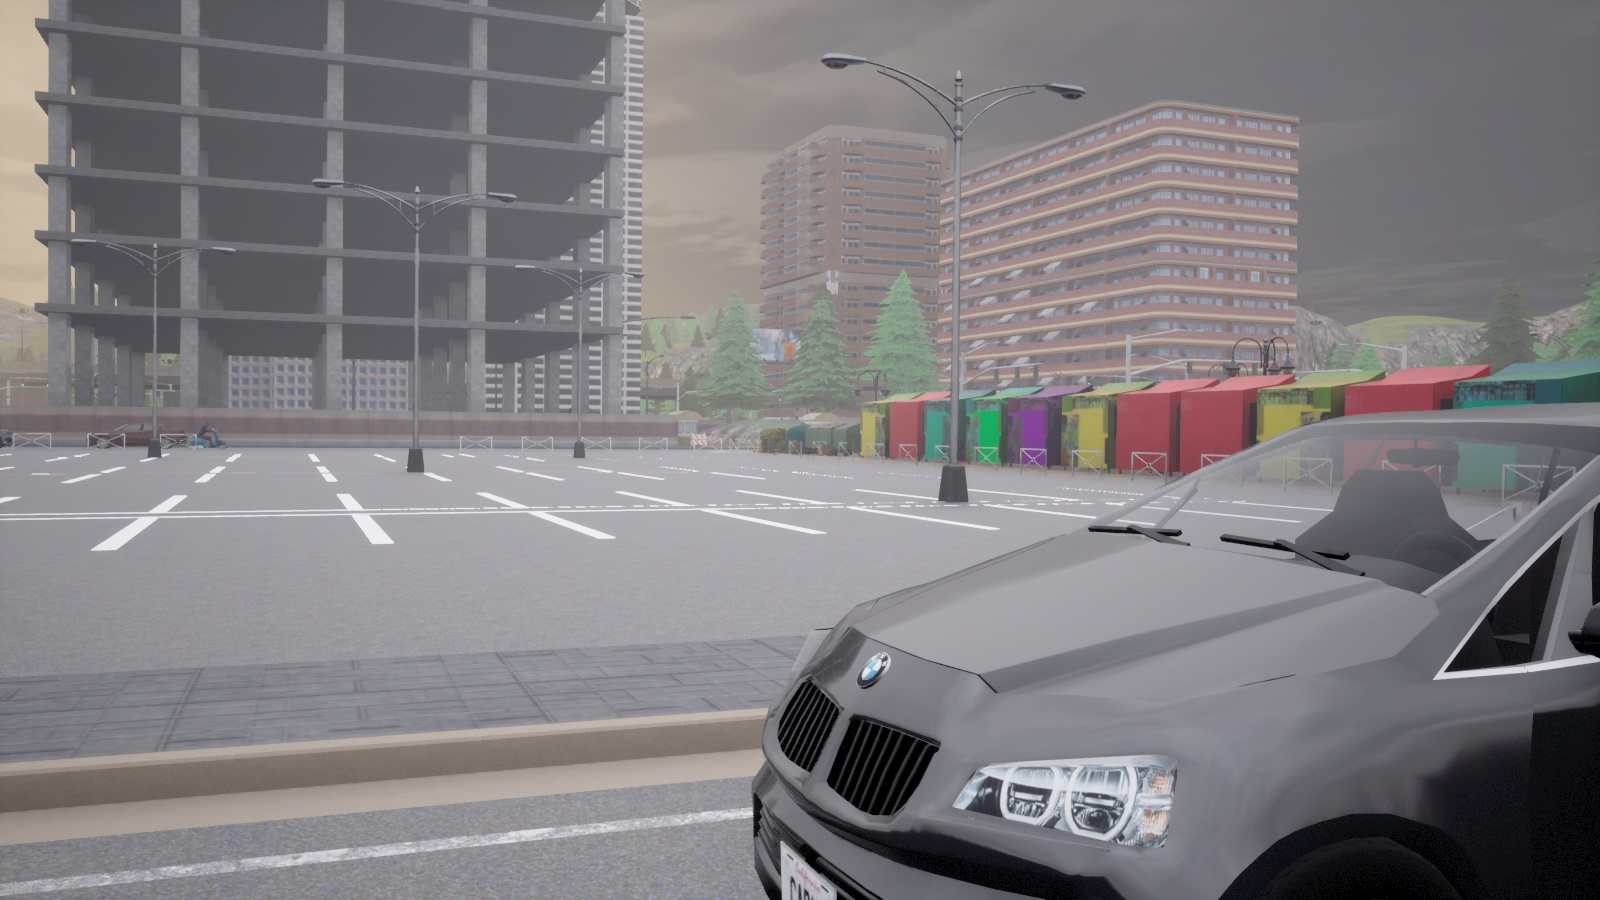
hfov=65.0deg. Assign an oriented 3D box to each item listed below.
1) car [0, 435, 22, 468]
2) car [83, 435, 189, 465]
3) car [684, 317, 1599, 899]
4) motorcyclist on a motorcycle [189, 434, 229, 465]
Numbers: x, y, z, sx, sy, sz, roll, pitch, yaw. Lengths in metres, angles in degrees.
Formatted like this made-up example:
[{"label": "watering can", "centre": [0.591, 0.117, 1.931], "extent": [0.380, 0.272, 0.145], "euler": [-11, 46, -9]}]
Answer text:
[{"label": "car", "centre": [-42.583, 0.093, 63.836], "extent": [4.856, 1.649, 2.033], "euler": [-1, 1, -23]}, {"label": "car", "centre": [-36.933, -0.019, 69.992], "extent": [5.008, 1.535, 1.882], "euler": [-1, 1, -23]}, {"label": "car", "centre": [2.168, 0.553, 4.061], "extent": [4.611, 1.667, 2.242], "euler": [-1, 1, -21]}, {"label": "motorcyclist on a motorcycle", "centre": [-30.617, -0.031, 65.043], "extent": [1.817, 1.590, 0.866], "euler": [-1, 1, -23]}]
